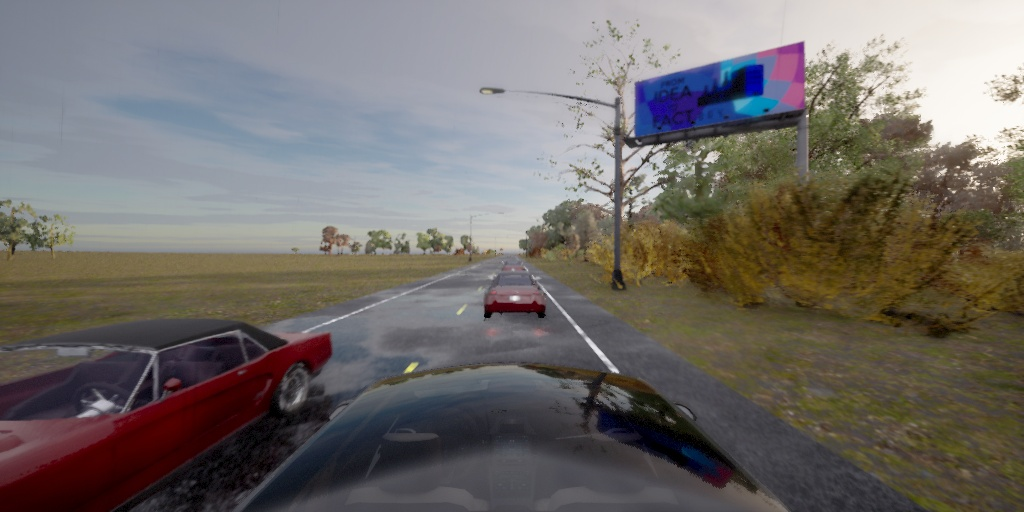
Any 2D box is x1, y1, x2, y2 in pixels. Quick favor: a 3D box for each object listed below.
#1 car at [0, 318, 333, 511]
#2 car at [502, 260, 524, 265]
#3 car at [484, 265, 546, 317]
[{"bbox_3d":[-3.577,1.337,3.057,1.895,1.301,4.718,0,1,0],"label":"car"},{"bbox_3d":[0.086,1.014,30.755,1.994,1.385,4.181,0,1,0],"label":"car"},{"bbox_3d":[0.089,1.201,12.635,1.994,1.385,4.181,0,1,0],"label":"car"}]
